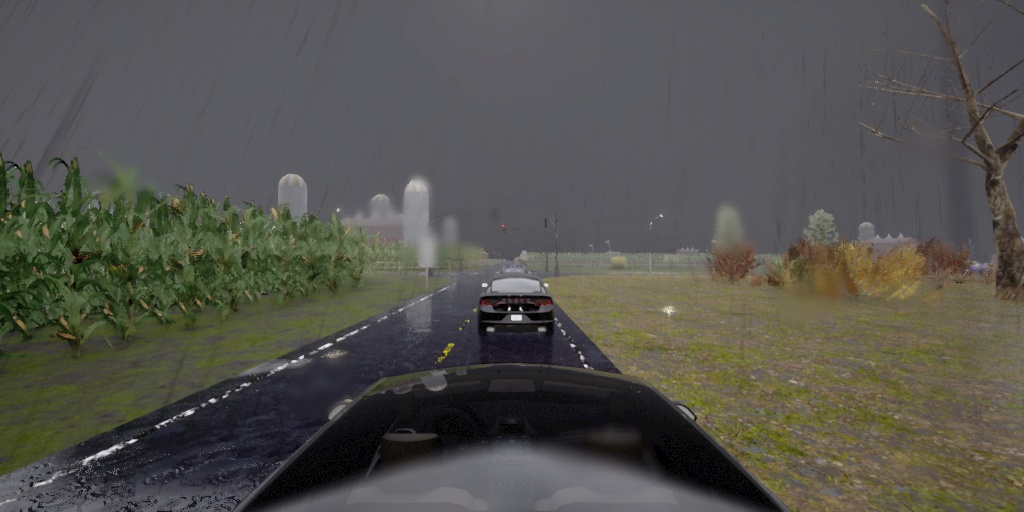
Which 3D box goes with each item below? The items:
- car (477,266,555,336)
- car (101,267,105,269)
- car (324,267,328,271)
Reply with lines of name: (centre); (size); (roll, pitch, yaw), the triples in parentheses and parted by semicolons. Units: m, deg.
car: (0.099, 1.231, 10.491); (1.882, 1.535, 5.008); (0, 0, 0)
car: (-40.178, 0.894, 37.940); (5.008, 1.535, 1.882); (1, -1, -3)
car: (-21.313, 1.042, 38.935); (5.008, 1.535, 1.882); (1, -1, -3)
